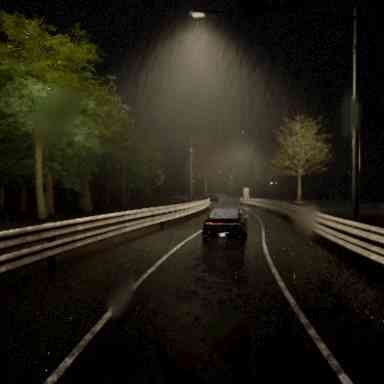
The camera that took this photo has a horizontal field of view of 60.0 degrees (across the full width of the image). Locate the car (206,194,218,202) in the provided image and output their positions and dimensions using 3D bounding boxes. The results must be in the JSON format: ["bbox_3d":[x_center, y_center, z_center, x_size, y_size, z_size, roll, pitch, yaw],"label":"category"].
[{"bbox_3d":[4.339,1.292,73.842,2.097,1.767,4.553,0,0,-9],"label":"car"}]

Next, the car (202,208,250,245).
[{"bbox_3d":[1.659,1.499,15.698,2.128,1.511,4.902,0,0,10],"label":"car"}]
